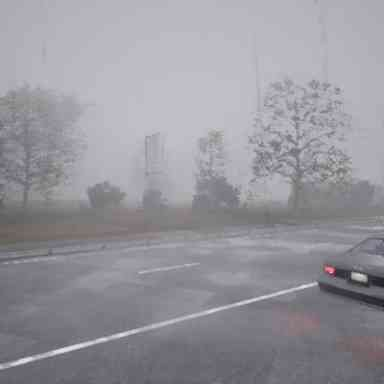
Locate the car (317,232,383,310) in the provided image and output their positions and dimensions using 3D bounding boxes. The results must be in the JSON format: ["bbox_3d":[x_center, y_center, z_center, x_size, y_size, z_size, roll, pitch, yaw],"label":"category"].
[{"bbox_3d":[5.019,1.548,7.294,5.357,1.411,2.033,0,0,-34],"label":"car"}]
